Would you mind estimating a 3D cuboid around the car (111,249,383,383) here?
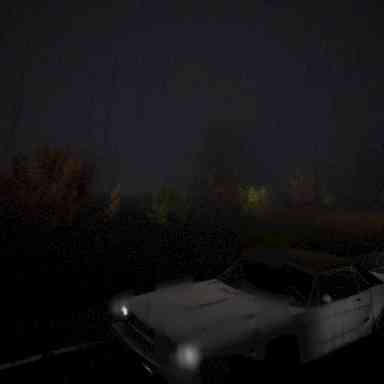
[{"bbox_3d":[1.305,1.622,4.921,4.718,1.301,1.895,0,0,-35],"label":"car"}]
